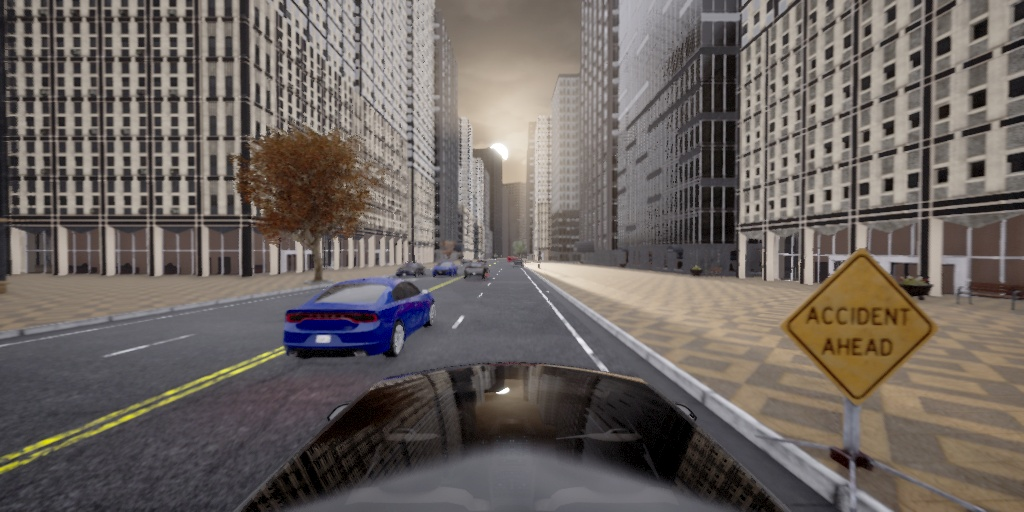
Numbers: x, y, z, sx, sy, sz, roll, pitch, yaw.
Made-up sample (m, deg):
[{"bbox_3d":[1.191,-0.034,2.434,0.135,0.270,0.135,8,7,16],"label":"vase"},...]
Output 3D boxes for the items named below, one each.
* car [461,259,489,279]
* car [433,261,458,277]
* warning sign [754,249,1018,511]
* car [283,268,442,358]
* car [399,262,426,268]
[{"bbox_3d":[-3.162,1.278,32.438,2.128,1.511,4.902,0,0,0],"label":"car"},{"bbox_3d":[-6.604,1.266,35.662,1.882,1.535,5.008,0,0,0],"label":"car"},{"bbox_3d":[2.849,0.867,3.021,1.300,1.860,1.060,0,0,0],"label":"warning sign"},{"bbox_3d":[-3.169,1.235,8.516,1.882,1.535,5.008,0,0,0],"label":"car"},{"bbox_3d":[-9.858,1.336,35.486,2.033,1.411,5.357,0,0,0],"label":"car"}]
